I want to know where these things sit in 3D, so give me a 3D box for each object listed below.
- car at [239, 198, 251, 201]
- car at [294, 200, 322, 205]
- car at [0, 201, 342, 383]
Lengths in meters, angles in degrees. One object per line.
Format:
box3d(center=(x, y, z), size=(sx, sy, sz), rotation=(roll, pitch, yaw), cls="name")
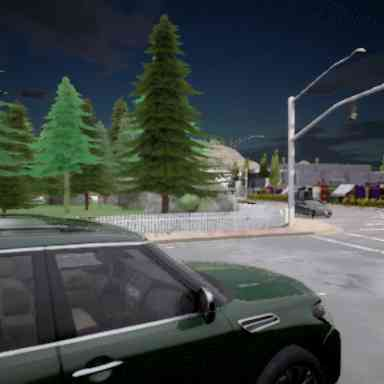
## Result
box3d(center=(6.811, 1.497, 43.304), size=(1.895, 1.301, 4.718), rotation=(0, 0, -13), cls="car")
box3d(center=(10.243, 1.448, 29.065), size=(1.837, 1.490, 4.892), rotation=(0, 0, -14), cls="car")
box3d(center=(-1.184, 1.213, 2.722), size=(5.566, 2.045, 2.150), rotation=(0, 0, -33), cls="car")
